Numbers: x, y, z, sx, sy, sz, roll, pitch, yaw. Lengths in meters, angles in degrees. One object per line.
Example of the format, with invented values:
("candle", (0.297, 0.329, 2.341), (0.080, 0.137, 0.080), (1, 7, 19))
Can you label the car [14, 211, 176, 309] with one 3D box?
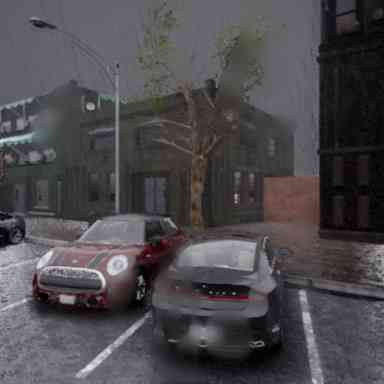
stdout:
("car", (-1.630, 1.364, 8.138), (2.185, 1.767, 4.553), (1, -1, 16))

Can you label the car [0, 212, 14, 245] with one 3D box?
("car", (-8.868, 1.521, 13.232), (2.163, 1.488, 4.792), (1, -1, 15))

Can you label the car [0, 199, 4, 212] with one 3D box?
("car", (-34.618, 2.165, 55.496), (5.566, 2.045, 2.435), (1, -1, 15))

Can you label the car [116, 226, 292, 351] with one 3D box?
("car", (0.775, 1.489, 6.386), (2.231, 1.521, 4.892), (0, -1, 15))
